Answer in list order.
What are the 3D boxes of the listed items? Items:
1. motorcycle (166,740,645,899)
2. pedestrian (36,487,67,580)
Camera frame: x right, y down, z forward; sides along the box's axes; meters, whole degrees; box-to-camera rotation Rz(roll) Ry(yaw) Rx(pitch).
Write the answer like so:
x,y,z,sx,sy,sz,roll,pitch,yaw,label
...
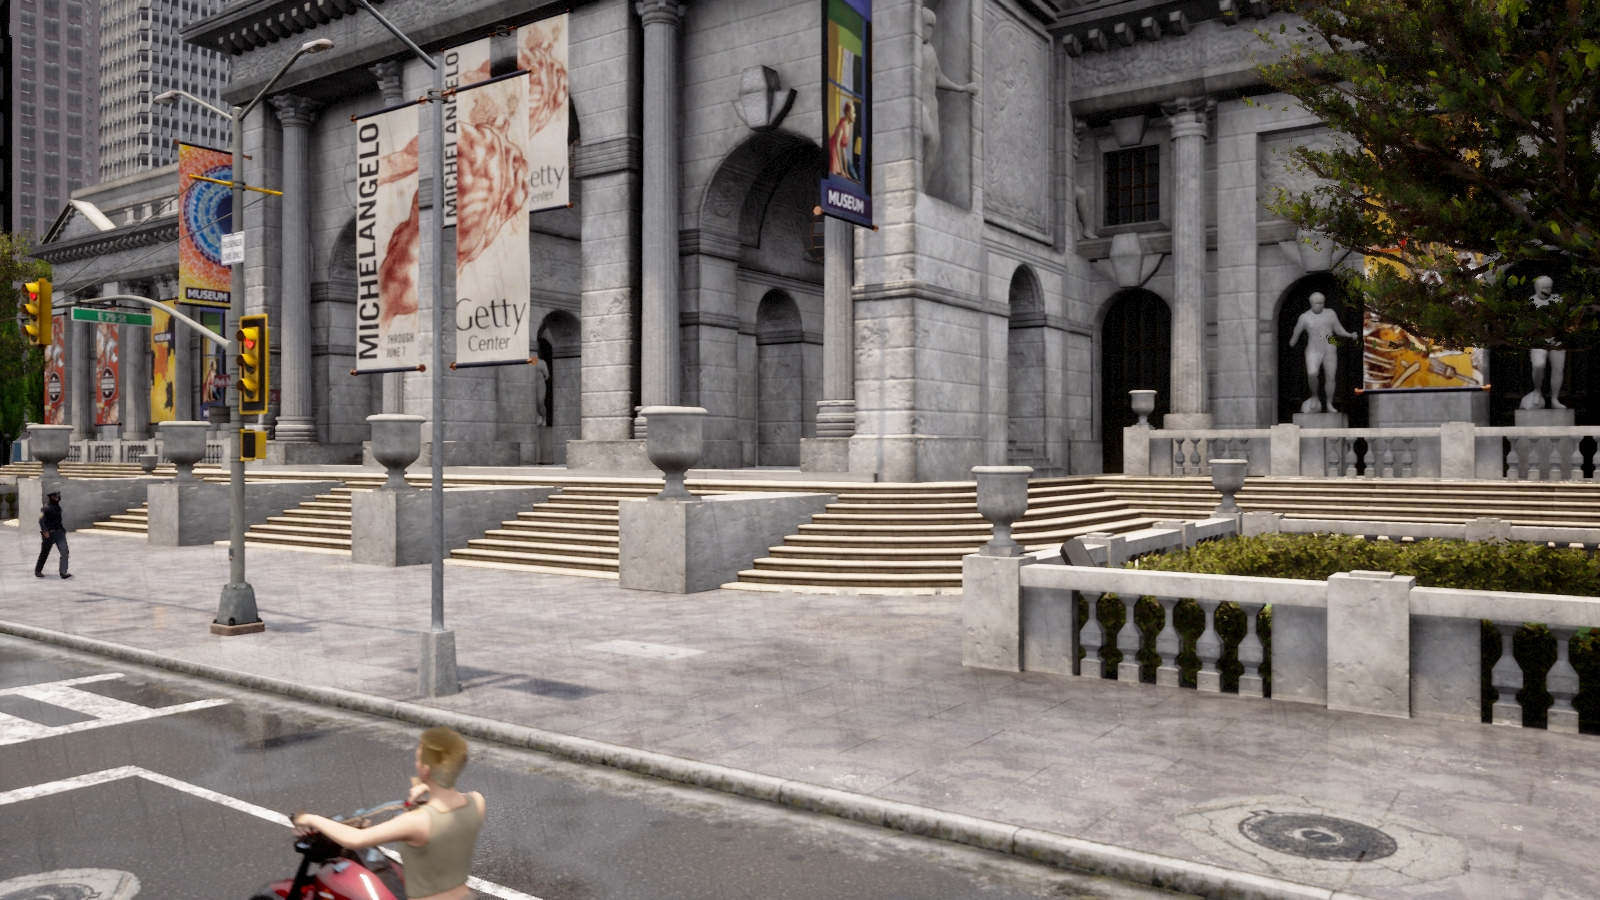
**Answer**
x,y,z,sx,sy,sz,roll,pitch,yaw,label
-1.817,2.171,5.047,2.356,1.277,0.764,0,0,35,motorcycle
-15.340,1.702,23.414,0.375,1.860,0.375,0,0,21,pedestrian
